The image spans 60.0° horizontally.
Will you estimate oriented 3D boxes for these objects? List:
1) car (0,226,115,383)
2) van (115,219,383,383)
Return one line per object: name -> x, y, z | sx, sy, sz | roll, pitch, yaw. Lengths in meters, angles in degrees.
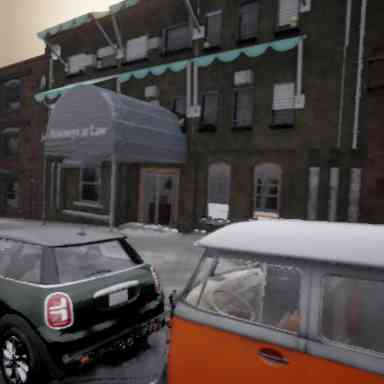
car -> -2.657, 1.347, 5.430 | 4.553, 1.767, 2.185 | 0, 0, 36
van -> 1.720, 1.254, 2.305 | 4.442, 1.987, 1.878 | 0, 0, 36
